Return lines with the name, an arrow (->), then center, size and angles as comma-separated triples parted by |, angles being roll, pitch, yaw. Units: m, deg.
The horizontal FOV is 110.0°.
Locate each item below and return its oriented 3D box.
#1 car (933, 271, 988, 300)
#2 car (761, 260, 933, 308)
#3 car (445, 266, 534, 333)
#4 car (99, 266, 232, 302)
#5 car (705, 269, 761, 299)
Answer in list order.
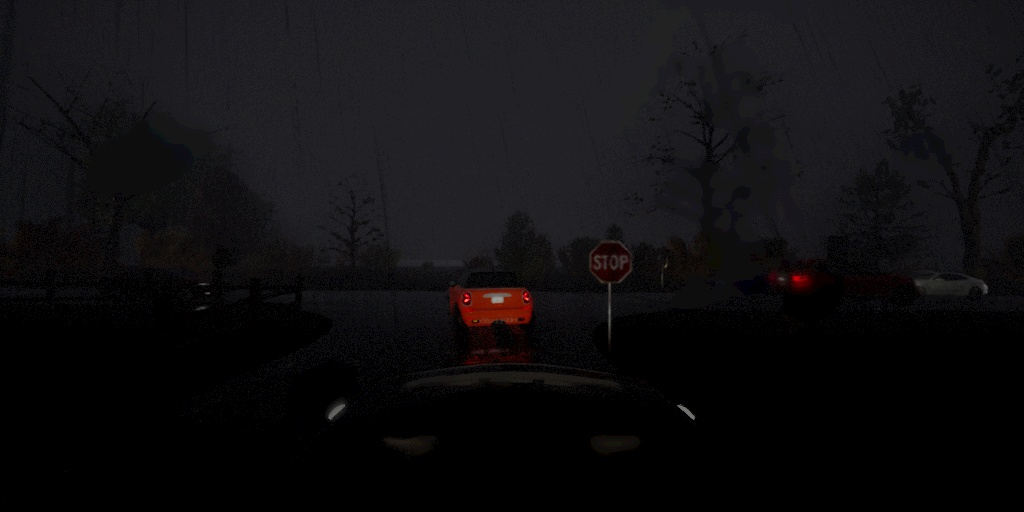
car -> 22.511, 1.547, 19.278 | 4.674, 1.442, 1.812 | 0, 0, 0
car -> 15.020, 1.193, 16.345 | 5.566, 2.045, 2.150 | 0, 0, 0
car -> -0.881, 1.162, 11.285 | 2.097, 1.767, 4.553 | 0, 0, -14
car -> -15.699, 1.225, 16.423 | 5.008, 1.535, 1.882 | 0, 0, 0
car -> 13.126, 1.433, 19.299 | 5.008, 1.535, 1.882 | 0, 0, 0
